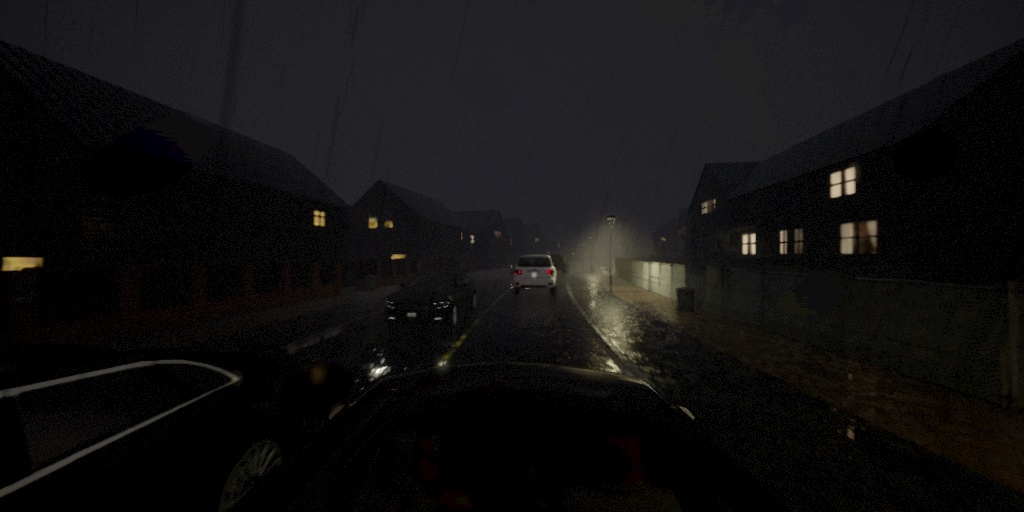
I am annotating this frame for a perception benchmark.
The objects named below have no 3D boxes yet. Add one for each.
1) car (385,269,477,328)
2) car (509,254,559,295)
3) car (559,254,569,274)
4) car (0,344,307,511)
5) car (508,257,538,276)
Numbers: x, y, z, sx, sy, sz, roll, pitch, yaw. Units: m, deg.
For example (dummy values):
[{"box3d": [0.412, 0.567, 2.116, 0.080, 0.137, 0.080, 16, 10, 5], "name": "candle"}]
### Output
[{"box3d": [-2.370, 1.211, 11.586, 1.882, 1.535, 5.008, 0, 0, 4], "name": "car"}, {"box3d": [1.363, 0.934, 19.814, 2.150, 2.045, 5.566, 0, 1, 7], "name": "car"}, {"box3d": [4.818, 0.853, 38.392, 2.150, 2.045, 5.566, 0, 0, 14], "name": "car"}, {"box3d": [-2.730, 1.231, 1.160, 2.128, 1.511, 4.902, 0, 0, 0], "name": "car"}, {"box3d": [1.184, 0.985, 35.672, 2.097, 1.767, 4.553, 0, 0, 13], "name": "car"}]
